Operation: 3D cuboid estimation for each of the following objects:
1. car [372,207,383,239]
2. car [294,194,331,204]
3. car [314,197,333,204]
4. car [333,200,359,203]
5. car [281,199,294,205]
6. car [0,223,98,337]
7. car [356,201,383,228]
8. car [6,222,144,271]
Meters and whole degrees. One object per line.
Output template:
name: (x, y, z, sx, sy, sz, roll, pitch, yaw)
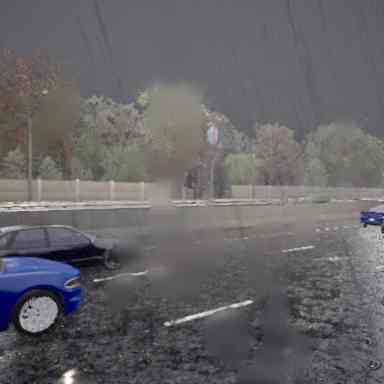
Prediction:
car: (10.759, 1.538, 15.675, 4.892, 1.490, 1.837, 0, 0, -35)
car: (17.257, 1.351, 46.250, 5.566, 2.045, 2.150, 1, -1, -35)
car: (18.166, 1.714, 42.616, 4.718, 1.301, 1.895, 0, 0, -35)
car: (18.828, 1.663, 38.794, 4.181, 1.385, 1.994, 0, 0, -35)
car: (14.945, 1.703, 48.897, 4.181, 1.385, 1.994, 0, 0, -35)
car: (-4.245, 1.501, 5.022, 5.008, 1.535, 1.882, 0, 0, -35)
car: (12.832, 1.526, 21.437, 5.008, 1.535, 1.882, 0, 0, -35)
car: (-4.109, 1.584, 9.409, 5.357, 1.411, 2.033, 0, 0, -35)
